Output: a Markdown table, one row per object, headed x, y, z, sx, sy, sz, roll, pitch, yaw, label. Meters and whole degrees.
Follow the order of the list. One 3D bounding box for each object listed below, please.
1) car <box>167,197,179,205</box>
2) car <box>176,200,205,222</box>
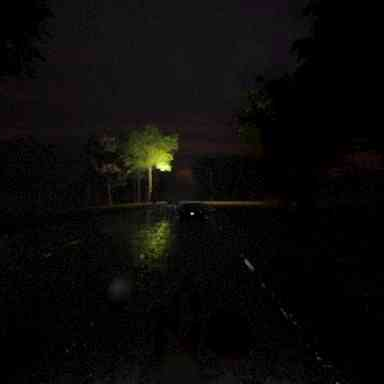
| x | y | z | sx | sy | sz | roll | pitch | yaw | label |
| --- | --- | --- | --- | --- | --- | --- | --- | --- | --- |
| -3.494 | 1.667 | 60.971 | 2.128 | 1.511 | 4.902 | 0 | 0 | 0 | car |
| 0.003 | 1.585 | 26.538 | 1.994 | 1.385 | 4.181 | 0 | 0 | 0 | car |
